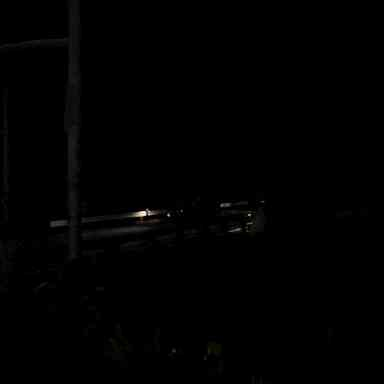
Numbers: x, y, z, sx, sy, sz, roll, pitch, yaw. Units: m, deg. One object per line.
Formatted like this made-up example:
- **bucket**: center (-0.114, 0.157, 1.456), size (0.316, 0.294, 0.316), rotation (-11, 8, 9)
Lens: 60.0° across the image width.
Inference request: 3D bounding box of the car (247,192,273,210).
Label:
- **car**: center (6.993, 0.779, 30.623), size (1.882, 1.535, 5.008), rotation (0, 1, 42)

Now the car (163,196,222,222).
- **car**: center (0.117, 1.091, 22.924), size (2.128, 1.511, 4.902), rotation (0, 3, 41)
